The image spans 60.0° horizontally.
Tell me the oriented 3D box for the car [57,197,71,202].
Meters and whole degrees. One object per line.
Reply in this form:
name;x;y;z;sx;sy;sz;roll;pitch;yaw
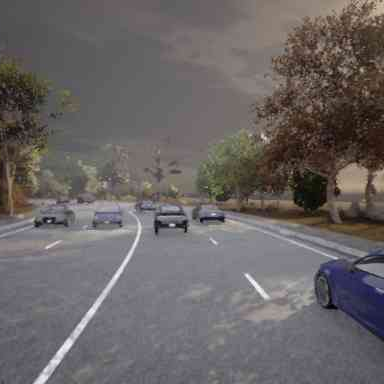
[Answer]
car;-23.566;1.578;61.187;1.994;1.385;4.181;0;0;-31

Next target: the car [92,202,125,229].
car;-5.459;1.536;22.108;1.812;1.442;4.674;0;0;-10

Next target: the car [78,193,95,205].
car;-19.584;1.241;61.271;2.150;2.045;5.566;0;0;-29

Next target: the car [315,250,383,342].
car;3.434;1.520;4.839;1.812;1.442;4.674;0;0;-2

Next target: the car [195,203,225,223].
car;1.157;1.570;25.765;1.994;1.385;4.181;0;0;-10

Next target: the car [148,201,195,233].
car;-1.348;1.497;19.638;2.128;1.511;4.902;0;0;-8

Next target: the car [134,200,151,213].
car;-5.354;1.562;37.775;2.033;1.411;5.357;0;0;-17

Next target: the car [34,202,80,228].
car;-9.040;1.577;22.205;1.994;1.385;4.181;0;0;-11
